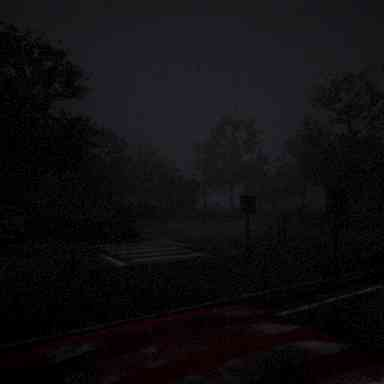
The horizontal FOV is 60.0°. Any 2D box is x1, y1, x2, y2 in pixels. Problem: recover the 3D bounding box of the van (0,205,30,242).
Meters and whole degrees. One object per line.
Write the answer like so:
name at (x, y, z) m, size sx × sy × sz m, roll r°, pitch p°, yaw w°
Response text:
van at (-10.651, 1.762, 19.055) m, size 1.878 × 1.987 × 4.442 m, roll 4°, pitch -3°, yaw -37°
